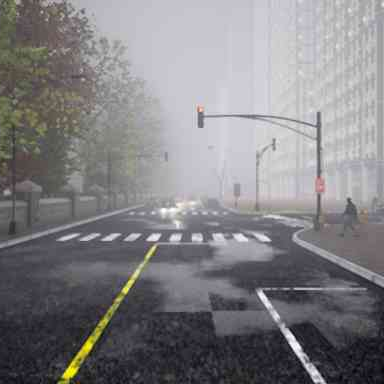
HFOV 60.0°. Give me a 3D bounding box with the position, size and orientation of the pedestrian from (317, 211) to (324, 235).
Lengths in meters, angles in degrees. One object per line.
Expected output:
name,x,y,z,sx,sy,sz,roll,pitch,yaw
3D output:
pedestrian,6.113,1.453,15.660,0.500,1.100,0.500,0,0,0

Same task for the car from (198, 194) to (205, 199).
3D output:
car,2.683,1.264,93.796,2.008,1.369,4.403,0,0,0

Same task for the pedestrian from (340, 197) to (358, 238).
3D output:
pedestrian,6.832,1.067,14.461,0.375,1.860,0.375,0,0,0

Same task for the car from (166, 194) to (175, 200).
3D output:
car,-5.697,1.271,88.163,1.887,1.381,4.507,0,0,0

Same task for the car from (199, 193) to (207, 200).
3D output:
car,2.684,1.179,82.531,1.967,1.590,4.097,0,0,0

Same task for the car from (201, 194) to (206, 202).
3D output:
car,2.686,1.395,48.737,1.947,1.339,4.313,0,0,0

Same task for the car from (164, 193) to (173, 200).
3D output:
car,-5.696,1.179,82.530,1.967,1.590,4.097,0,0,0

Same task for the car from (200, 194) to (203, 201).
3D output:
car,2.686,1.378,54.370,1.947,1.339,4.313,0,0,0

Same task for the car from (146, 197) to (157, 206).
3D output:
car,-5.694,1.411,48.737,1.802,1.307,4.206,0,0,0

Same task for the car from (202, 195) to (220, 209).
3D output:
car,2.687,1.413,43.105,1.947,1.339,4.313,0,0,0

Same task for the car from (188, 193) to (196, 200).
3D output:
car,-0.008,1.119,80.390,1.837,1.490,4.892,0,0,0

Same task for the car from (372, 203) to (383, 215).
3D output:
car,16.830,1.122,26.327,4.674,1.442,1.812,-1,0,0

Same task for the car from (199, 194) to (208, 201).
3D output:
car,2.685,1.192,76.899,1.967,1.590,4.097,0,0,0

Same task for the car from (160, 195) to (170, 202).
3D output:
car,-5.695,1.292,71.097,1.752,1.417,4.829,0,0,0

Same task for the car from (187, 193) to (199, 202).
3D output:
car,-0.007,1.355,70.421,1.895,1.301,4.718,0,0,0

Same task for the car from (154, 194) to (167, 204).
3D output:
car,-5.694,1.236,60.002,1.967,1.590,4.097,0,0,0

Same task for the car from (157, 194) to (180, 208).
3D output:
car,-3.091,1.334,44.646,2.128,1.511,4.902,0,0,0

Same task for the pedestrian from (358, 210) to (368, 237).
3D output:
pedestrian,7.759,1.372,15.061,0.500,1.100,0.500,0,0,0
